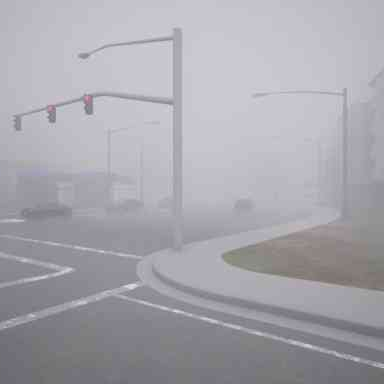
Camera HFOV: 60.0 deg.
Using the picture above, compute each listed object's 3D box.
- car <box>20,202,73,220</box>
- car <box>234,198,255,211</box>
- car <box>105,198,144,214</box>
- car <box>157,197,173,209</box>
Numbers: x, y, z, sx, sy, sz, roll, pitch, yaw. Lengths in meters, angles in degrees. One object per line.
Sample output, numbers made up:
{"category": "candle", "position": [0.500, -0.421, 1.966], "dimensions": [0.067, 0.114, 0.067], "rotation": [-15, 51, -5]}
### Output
{"category": "car", "position": [-12.428, 1.564, 28.604], "dimensions": [1.994, 1.385, 4.181], "rotation": [0, 0, 36]}
{"category": "car", "position": [6.388, 1.491, 40.319], "dimensions": [2.128, 1.511, 4.902], "rotation": [0, 0, 20]}
{"category": "car", "position": [-7.251, 1.478, 36.087], "dimensions": [1.882, 1.535, 5.008], "rotation": [0, 0, 30]}
{"category": "car", "position": [-3.205, 1.505, 45.341], "dimensions": [1.837, 1.490, 4.892], "rotation": [0, 0, 15]}
